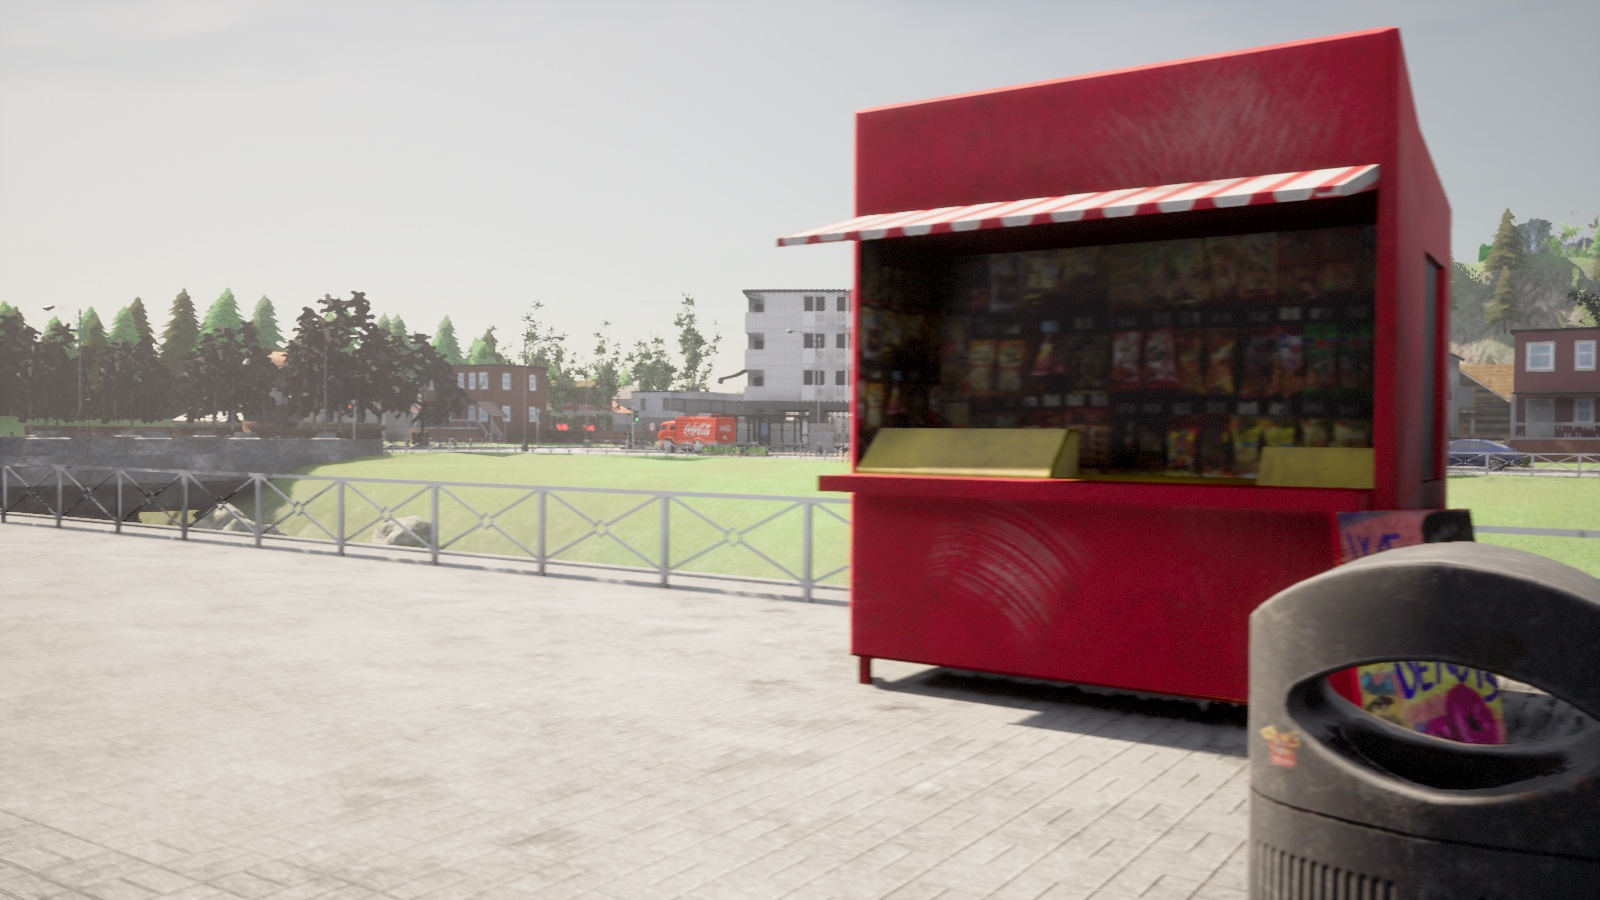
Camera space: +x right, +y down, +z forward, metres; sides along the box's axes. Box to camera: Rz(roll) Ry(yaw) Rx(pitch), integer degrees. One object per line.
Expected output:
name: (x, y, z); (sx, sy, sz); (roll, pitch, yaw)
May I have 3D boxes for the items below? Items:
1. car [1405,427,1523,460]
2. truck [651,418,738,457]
car: (30.617, -0.311, 57.956); (4.674, 1.442, 1.812); (0, 1, 34)
truck: (-6.993, -0.824, 82.944); (5.204, 2.467, 2.627); (0, 1, 34)
